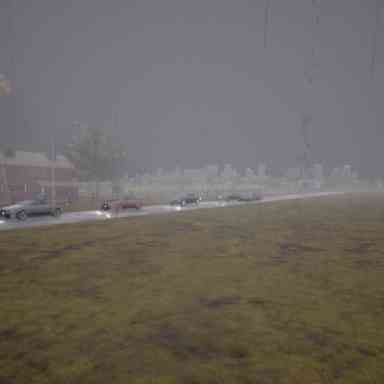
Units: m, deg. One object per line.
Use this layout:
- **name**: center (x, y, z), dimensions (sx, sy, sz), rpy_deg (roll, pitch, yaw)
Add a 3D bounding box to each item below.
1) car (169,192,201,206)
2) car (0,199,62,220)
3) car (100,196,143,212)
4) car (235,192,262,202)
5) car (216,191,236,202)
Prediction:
- **car**: center (-0.807, 0.812, 39.946), dimensions (1.837, 1.490, 4.892), rpy_deg (1, 2, 36)
- **car**: center (-11.885, 1.252, 24.706), dimensions (1.994, 1.385, 4.181), rpy_deg (1, 2, 34)
- **car**: center (-6.690, 1.075, 31.842), dimensions (1.994, 1.385, 4.181), rpy_deg (1, 2, 36)
- **car**: center (8.465, 0.678, 47.723), dimensions (1.994, 1.385, 4.181), rpy_deg (1, 2, 36)
- **car**: center (5.353, 0.581, 48.373), dimensions (2.128, 1.511, 4.902), rpy_deg (1, 2, 37)
